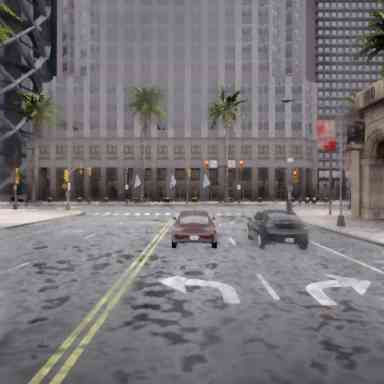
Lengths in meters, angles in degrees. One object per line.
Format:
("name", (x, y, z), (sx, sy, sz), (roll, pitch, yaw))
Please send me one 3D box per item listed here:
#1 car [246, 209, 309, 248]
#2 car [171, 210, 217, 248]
("car", (3.596, 1.515, 14.606), (1.837, 1.490, 4.892), (0, 0, 0))
("car", (0.096, 1.532, 14.631), (1.812, 1.442, 4.674), (0, 0, 0))
